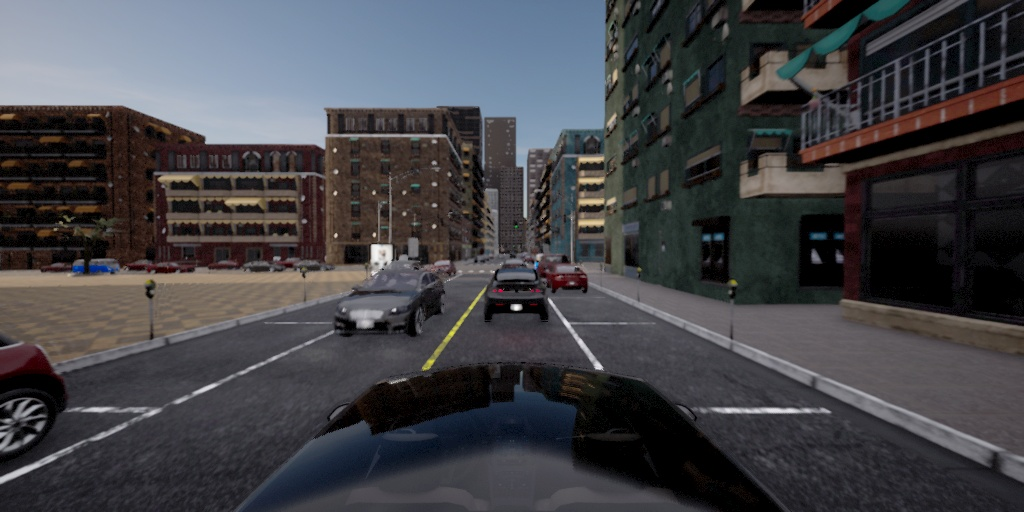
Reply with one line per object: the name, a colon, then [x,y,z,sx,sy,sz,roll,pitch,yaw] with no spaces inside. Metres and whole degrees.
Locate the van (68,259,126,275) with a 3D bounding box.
van: [-46.745,1.273,40.432,3.998,1.789,1.690,0,0,0]

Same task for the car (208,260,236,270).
car: [-39.033,1.225,48.950,4.207,1.307,1.802,0,0,0]

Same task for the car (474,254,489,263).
car: [-5.525,0.529,62.017,1.948,1.339,4.313,0,0,0]

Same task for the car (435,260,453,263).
car: [-5.615,0.963,29.614,1.802,1.307,4.207,0,0,0]

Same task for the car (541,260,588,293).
car: [2.736,1.071,18.535,1.888,1.381,4.507,0,0,0]

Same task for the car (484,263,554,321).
car: [0.125,1.115,11.778,1.837,1.490,4.892,0,-1,0]

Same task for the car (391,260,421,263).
car: [-5.645,0.965,18.560,1.967,1.591,4.097,0,0,0]

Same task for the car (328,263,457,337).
car: [-3.077,1.130,9.976,2.128,1.511,4.902,0,1,0]

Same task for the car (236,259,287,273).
car: [-27.855,1.208,40.409,4.403,1.370,2.007,0,0,0]

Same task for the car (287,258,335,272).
car: [-22.286,1.127,40.433,4.403,1.370,2.007,0,0,0]

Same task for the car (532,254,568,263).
car: [2.751,0.768,24.063,2.192,1.841,5.009,0,0,0]

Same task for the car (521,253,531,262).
car: [2.857,0.546,61.981,1.802,1.307,4.207,0,0,0]

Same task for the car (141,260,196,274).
car: [-38.285,1.355,40.411,4.507,1.381,1.888,0,0,0]

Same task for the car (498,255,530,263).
car: [0.170,0.886,27.508,1.882,1.535,5.008,0,1,0]

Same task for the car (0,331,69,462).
car: [-5.691,1.186,1.979,1.967,1.591,4.097,0,0,0]
